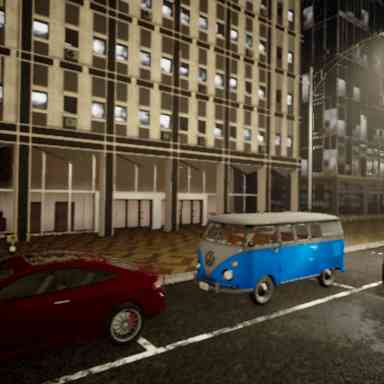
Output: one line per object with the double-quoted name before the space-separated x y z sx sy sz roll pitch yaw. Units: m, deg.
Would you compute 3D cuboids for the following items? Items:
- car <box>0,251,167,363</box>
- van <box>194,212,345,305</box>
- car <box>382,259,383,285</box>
"car" -2.364 1.590 4.864 4.206 1.307 1.802 1 0 -35
"van" 1.965 1.400 7.949 3.998 1.788 1.690 1 0 -35
"car" 6.591 1.447 8.071 4.553 1.767 2.097 1 0 -35
